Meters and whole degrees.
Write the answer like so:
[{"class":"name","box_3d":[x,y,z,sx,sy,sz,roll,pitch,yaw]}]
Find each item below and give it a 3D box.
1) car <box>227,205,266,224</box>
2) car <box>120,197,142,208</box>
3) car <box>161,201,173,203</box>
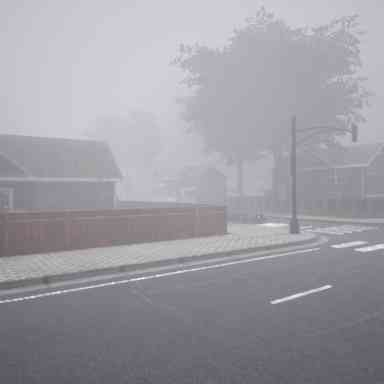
[{"class":"car","box_3d":[3.826,1.694,26.127,1.994,1.385,4.181,-1,0,-34]},{"class":"car","box_3d":[-9.669,1.670,54.028,2.097,1.767,4.553,-1,0,-28]},{"class":"car","box_3d":[-2.715,1.742,36.277,1.812,1.442,4.674,-1,0,-32]}]
